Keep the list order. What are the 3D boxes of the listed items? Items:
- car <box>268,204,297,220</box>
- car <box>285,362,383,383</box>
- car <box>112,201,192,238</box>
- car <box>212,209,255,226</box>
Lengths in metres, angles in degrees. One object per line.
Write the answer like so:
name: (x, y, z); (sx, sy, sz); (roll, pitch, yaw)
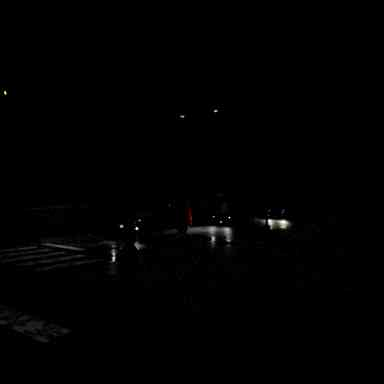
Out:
car: (10.272, 2.140, 37.796); (2.097, 1.767, 4.553); (0, -1, 36)
car: (2.352, 1.551, 1.274); (4.403, 1.369, 2.008); (0, 0, 36)
car: (-2.213, 1.564, 20.279); (2.150, 2.045, 5.566); (0, -1, 35)
car: (3.612, 2.149, 28.460); (1.895, 1.301, 4.718); (0, -1, 36)
